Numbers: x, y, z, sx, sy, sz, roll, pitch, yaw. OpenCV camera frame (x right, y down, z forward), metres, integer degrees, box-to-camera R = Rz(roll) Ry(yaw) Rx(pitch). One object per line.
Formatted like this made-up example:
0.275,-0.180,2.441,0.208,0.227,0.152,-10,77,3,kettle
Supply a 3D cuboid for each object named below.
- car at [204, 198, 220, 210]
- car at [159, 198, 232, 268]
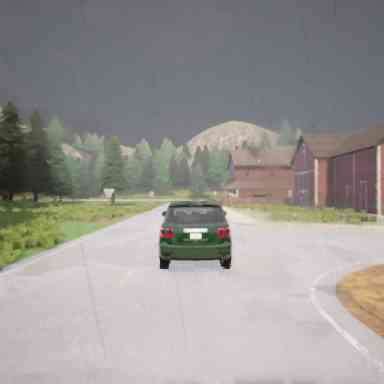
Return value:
2.968,1.709,49.654,1.816,1.474,4.193,-6,0,-2,car
0.095,1.278,11.644,2.150,2.045,5.566,0,0,0,car
